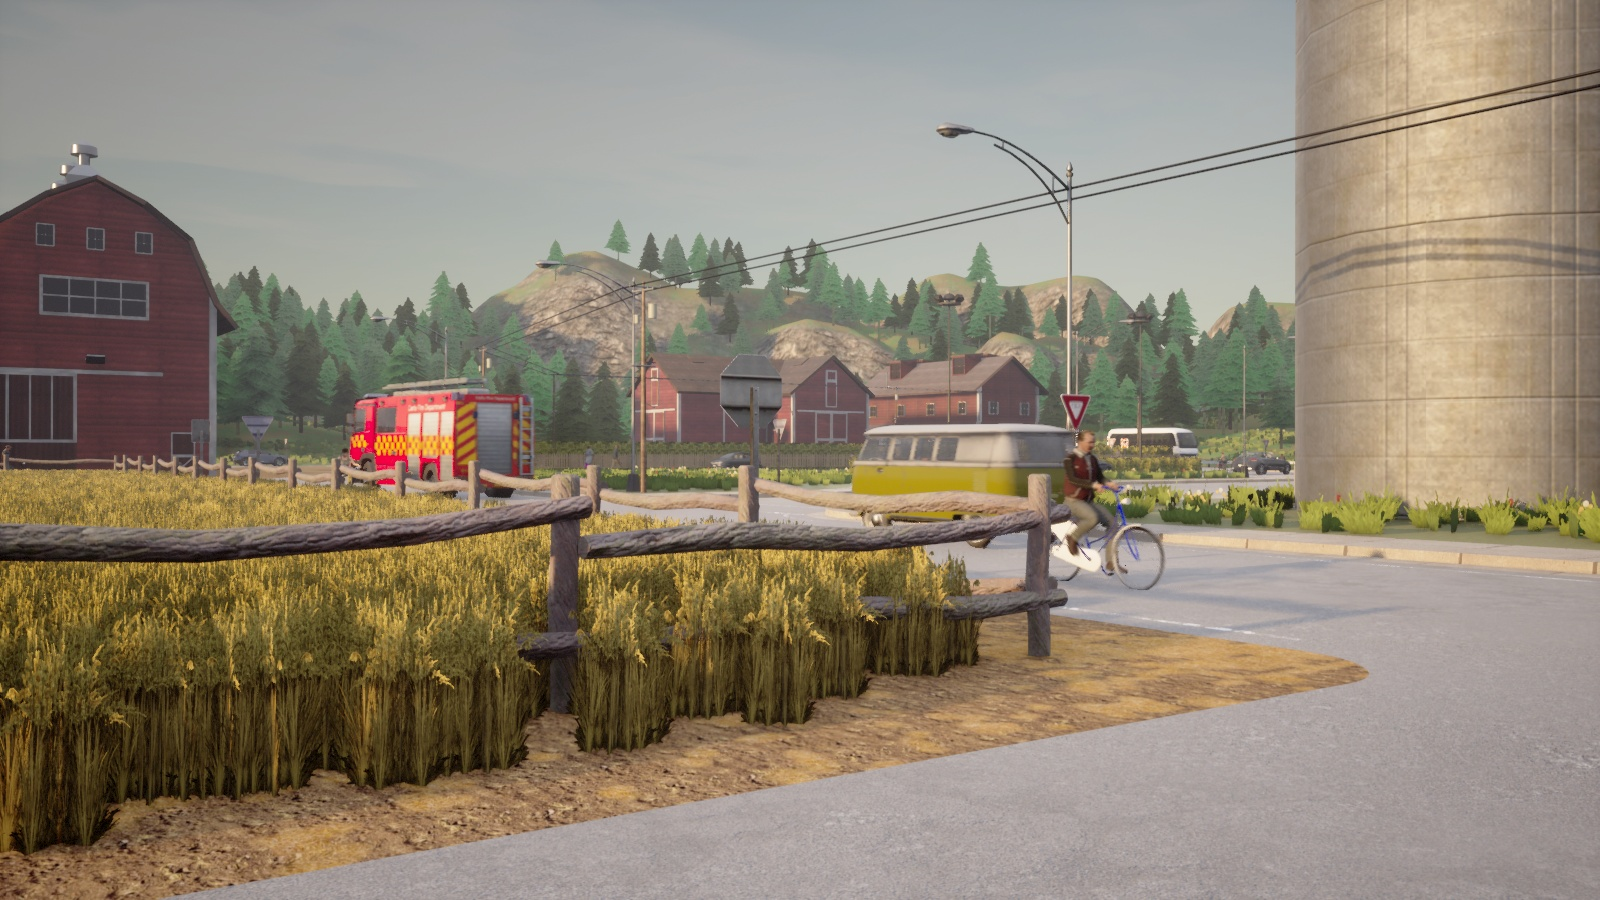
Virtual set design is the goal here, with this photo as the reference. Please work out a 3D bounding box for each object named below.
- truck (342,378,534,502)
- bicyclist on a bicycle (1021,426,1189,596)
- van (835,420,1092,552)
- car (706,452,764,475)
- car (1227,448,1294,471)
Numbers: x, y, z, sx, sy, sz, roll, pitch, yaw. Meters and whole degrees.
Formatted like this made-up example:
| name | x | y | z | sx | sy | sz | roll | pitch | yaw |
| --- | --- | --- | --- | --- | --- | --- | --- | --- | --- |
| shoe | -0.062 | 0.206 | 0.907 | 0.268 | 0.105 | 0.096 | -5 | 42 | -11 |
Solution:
| name | x | y | z | sx | sy | sz | roll | pitch | yaw |
| --- | --- | --- | --- | --- | --- | --- | --- | --- | --- |
| truck | -12.510 | -0.289 | 42.797 | 2.891 | 3.827 | 8.468 | 0 | 0 | -42 |
| bicyclist on a bicycle | 3.374 | 0.642 | 14.058 | 0.659 | 1.776 | 1.843 | 0 | 0 | -35 |
| van | 2.626 | 0.545 | 21.217 | 1.775 | 1.987 | 4.442 | 0 | 0 | -35 |
| car | -4.596 | 0.949 | 89.163 | 3.705 | 1.549 | 1.789 | 0 | 0 | -35 |
| car | 33.206 | 0.671 | 90.477 | 5.027 | 1.651 | 2.152 | 0 | 0 | -37 |
